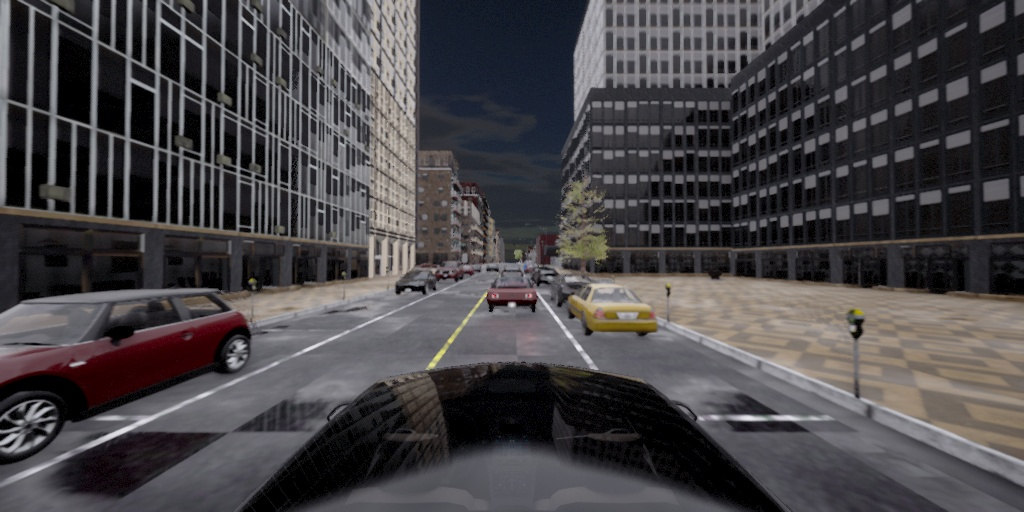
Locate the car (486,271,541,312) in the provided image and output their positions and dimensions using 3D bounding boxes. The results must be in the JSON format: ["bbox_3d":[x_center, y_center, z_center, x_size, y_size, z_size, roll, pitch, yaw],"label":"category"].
[{"bbox_3d":[0.019,1.490,15.103,1.895,1.301,4.718,0,-1,0],"label":"car"}]

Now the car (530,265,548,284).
[{"bbox_3d":[2.658,1.586,27.486,1.948,1.339,4.313,0,0,0],"label":"car"}]

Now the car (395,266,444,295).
[{"bbox_3d":[-5.690,1.526,21.824,1.948,1.339,4.313,0,0,0],"label":"car"}]

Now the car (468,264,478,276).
[{"bbox_3d":[-5.691,1.754,44.579,1.888,1.381,4.507,0,0,0],"label":"car"}]

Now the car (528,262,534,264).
[{"bbox_3d":[2.657,1.854,50.241,1.802,1.307,4.207,0,0,0],"label":"car"}]

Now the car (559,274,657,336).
[{"bbox_3d":[2.665,1.365,10.591,1.751,1.417,4.829,0,0,0],"label":"car"}]

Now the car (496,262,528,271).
[{"bbox_3d":[0.023,1.545,30.354,2.128,1.511,4.902,0,0,1],"label":"car"}]

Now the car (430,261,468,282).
[{"bbox_3d":[-5.690,1.398,33.201,2.192,1.841,5.009,0,0,0],"label":"car"}]

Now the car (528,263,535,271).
[{"bbox_3d":[2.658,1.648,33.175,1.948,1.339,4.313,0,0,0],"label":"car"}]

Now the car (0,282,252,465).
[{"bbox_3d":[-5.689,1.222,4.758,1.967,1.591,4.097,0,0,0],"label":"car"}]

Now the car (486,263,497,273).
[{"bbox_3d":[-3.082,1.821,56.536,1.882,1.535,5.008,0,-1,0],"label":"car"}]

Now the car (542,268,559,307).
[{"bbox_3d":[2.660,1.450,16.109,2.007,1.370,4.403,0,0,0],"label":"car"}]

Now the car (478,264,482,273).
[{"bbox_3d":[-5.691,1.903,55.955,1.948,1.339,4.313,0,0,0],"label":"car"}]
